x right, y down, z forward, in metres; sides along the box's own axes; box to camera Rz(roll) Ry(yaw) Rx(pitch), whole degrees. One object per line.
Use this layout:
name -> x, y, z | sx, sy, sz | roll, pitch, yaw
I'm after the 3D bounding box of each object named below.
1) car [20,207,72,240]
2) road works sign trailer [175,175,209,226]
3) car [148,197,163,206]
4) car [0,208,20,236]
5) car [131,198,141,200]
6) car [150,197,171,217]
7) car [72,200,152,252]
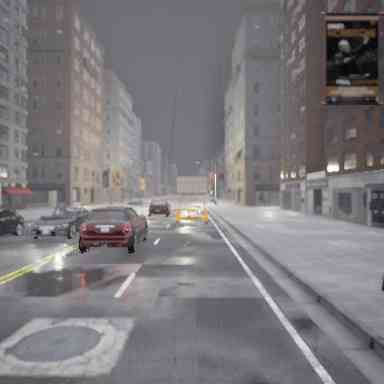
car -> -6.598, 1.545, 17.460 | 2.128, 1.511, 4.902 | 0, 0, 0
road works sign trailer -> 0.001, 0.539, 24.043 | 2.380, 3.560, 2.880 | 0, 0, 0
car -> -6.532, 1.686, 60.325 | 2.128, 1.511, 4.902 | 0, 0, 1
car -> -9.848, 1.554, 15.901 | 1.837, 1.490, 4.892 | 0, 0, 0
car -> -9.785, 1.733, 58.066 | 2.033, 1.411, 5.357 | 0, 0, 1
car -> -3.137, 1.581, 33.250 | 1.882, 1.535, 5.008 | 0, 0, 0
car -> -3.148, 1.396, 14.147 | 2.097, 1.767, 4.553 | 0, 0, 0
